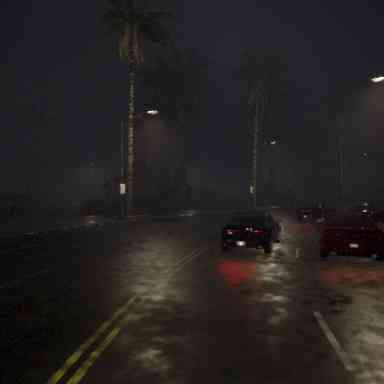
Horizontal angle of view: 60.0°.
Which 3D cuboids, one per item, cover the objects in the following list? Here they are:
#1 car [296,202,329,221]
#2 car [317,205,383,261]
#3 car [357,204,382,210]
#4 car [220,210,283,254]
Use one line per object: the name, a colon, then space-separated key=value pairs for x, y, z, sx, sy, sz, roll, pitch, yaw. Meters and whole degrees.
car: x=9.800 y=1.514 z=25.986 sx=1.837 sy=1.490 sz=4.892 roll=0 pitch=0 yaw=41
car: x=5.802 y=1.482 z=12.459 sx=1.882 sy=1.535 sz=5.008 roll=0 pitch=0 yaw=20
car: x=12.449 y=1.561 z=23.698 sx=2.033 sy=1.411 sz=5.357 roll=0 pitch=0 yaw=41
car: x=2.521 y=1.514 z=13.678 sx=1.837 sy=1.490 sz=4.892 roll=0 pitch=0 yaw=20
